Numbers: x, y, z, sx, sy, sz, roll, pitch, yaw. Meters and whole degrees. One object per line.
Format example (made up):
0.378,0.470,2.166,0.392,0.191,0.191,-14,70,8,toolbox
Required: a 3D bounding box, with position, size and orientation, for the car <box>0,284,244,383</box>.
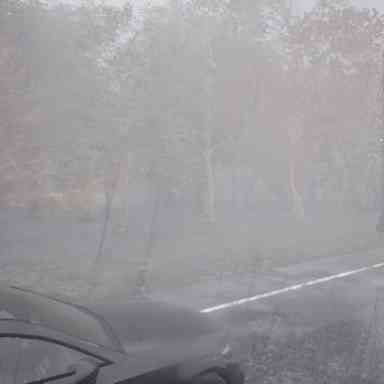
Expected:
-1.677,1.528,2.618,4.674,1.442,1.812,0,0,-36,car
